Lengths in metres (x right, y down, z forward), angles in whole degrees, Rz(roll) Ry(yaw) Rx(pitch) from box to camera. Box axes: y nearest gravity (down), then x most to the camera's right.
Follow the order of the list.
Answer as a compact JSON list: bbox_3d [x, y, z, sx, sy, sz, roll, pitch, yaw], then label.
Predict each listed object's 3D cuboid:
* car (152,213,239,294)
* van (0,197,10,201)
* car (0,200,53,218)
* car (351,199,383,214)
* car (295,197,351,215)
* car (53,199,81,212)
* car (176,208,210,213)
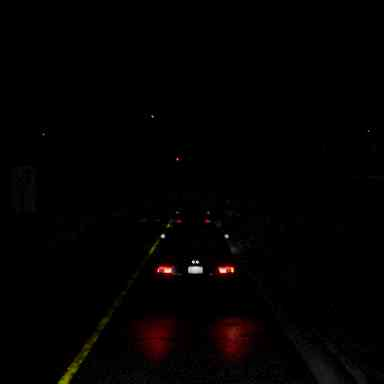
[{"bbox_3d":[0.075,1.538,8.893,2.033,1.411,5.357,0,0,0],"label":"car"},{"bbox_3d":[-21.064,1.435,38.775,3.998,1.788,1.690,-1,1,0],"label":"van"},{"bbox_3d":[-15.366,1.711,30.260,4.206,1.307,1.802,-1,1,0],"label":"car"},{"bbox_3d":[16.981,1.326,30.281,4.403,1.369,2.008,-1,1,0],"label":"car"},{"bbox_3d":[11.602,1.403,30.277,4.313,1.339,1.947,-1,1,0],"label":"car"},{"bbox_3d":[-15.552,1.564,38.783,4.829,1.417,1.752,-1,1,0],"label":"car"},{"bbox_3d":[0.050,1.540,18.119,1.994,1.385,4.181,0,0,0],"label":"car"}]
